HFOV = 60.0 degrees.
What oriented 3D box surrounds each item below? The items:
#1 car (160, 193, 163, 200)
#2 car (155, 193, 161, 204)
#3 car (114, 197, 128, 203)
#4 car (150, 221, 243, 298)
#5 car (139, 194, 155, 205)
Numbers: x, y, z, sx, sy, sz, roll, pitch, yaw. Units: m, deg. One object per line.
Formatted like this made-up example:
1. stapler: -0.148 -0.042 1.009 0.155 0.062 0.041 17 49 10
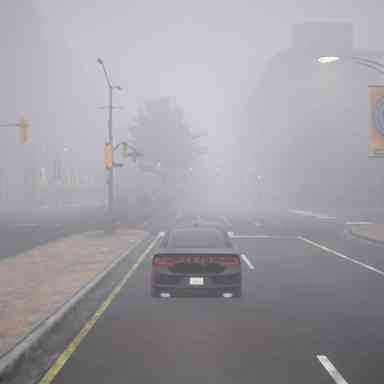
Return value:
1. car: -7.717 1.225 76.572 2.150 2.045 5.566 0 0 0
2. car: -7.791 1.526 65.821 1.812 1.442 4.674 0 0 1
3. car: -14.499 1.595 67.931 1.895 1.301 4.718 0 0 0
4. car: 0.109 1.478 8.555 1.882 1.535 5.008 0 0 1
5. car: -7.873 1.505 56.562 1.837 1.490 4.892 0 0 1
